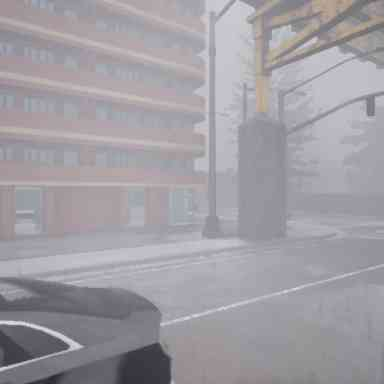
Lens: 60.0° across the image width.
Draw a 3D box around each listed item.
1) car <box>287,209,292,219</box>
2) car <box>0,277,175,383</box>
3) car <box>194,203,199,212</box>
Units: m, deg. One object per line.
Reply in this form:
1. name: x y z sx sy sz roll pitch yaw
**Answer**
1. car: 6.284 1.525 28.488 1.812 1.442 4.674 0 0 -36
2. car: -2.441 1.491 2.224 4.902 1.511 2.128 0 0 -35
3. car: -1.129 1.477 38.909 1.882 1.535 5.008 0 0 -35
